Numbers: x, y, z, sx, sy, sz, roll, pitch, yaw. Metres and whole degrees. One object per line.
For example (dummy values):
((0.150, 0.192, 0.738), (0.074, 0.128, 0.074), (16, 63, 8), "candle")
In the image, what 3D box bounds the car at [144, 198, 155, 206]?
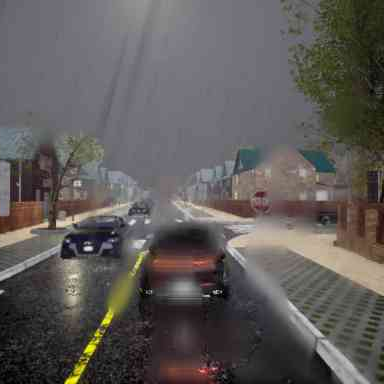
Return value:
((-7.665, 1.795, 60.596), (1.812, 1.442, 4.674), (0, -1, -6), "car")

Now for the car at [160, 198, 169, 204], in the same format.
((-5.993, 1.883, 72.936), (1.895, 1.301, 4.718), (0, -1, -5), "car")

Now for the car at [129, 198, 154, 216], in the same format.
((-5.157, 1.641, 33.495), (1.994, 1.385, 4.181), (0, 0, -4), "car")

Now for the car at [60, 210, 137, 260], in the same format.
((-3.354, 1.577, 12.357), (1.994, 1.385, 4.181), (0, 0, -4), "car")

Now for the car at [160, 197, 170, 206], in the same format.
((-5.022, 1.794, 62.534), (1.837, 1.490, 4.892), (0, 0, -5), "car")

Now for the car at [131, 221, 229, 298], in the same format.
((-0.163, 1.515, 8.501), (1.837, 1.490, 4.892), (0, 0, 0), "car")

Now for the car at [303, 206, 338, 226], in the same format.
((10.166, 1.575, 22.770), (4.718, 1.301, 1.895), (0, -1, -7), "car")
